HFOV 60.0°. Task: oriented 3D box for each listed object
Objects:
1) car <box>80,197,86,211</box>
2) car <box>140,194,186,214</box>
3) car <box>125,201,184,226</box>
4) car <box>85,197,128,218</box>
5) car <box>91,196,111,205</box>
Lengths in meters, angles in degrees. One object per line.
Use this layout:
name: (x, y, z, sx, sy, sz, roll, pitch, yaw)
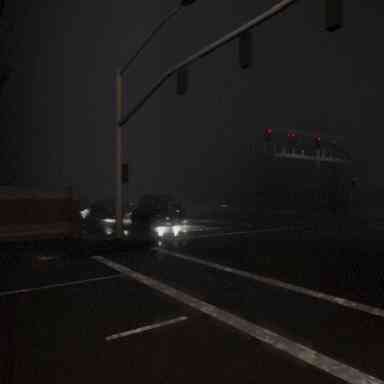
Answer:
car: (-14.276, 1.526, 39.673, 1.812, 1.442, 4.674, 0, 0, -36)
car: (-2.782, 1.222, 29.659, 2.150, 2.045, 5.566, 0, 0, -36)
car: (-2.755, 1.564, 23.612, 1.994, 1.385, 4.181, 0, 0, -35)
car: (-7.853, 1.478, 30.717, 1.882, 1.535, 5.008, 0, 0, -36)
car: (-16.864, 1.478, 61.586, 1.882, 1.535, 5.008, 0, 0, -36)
